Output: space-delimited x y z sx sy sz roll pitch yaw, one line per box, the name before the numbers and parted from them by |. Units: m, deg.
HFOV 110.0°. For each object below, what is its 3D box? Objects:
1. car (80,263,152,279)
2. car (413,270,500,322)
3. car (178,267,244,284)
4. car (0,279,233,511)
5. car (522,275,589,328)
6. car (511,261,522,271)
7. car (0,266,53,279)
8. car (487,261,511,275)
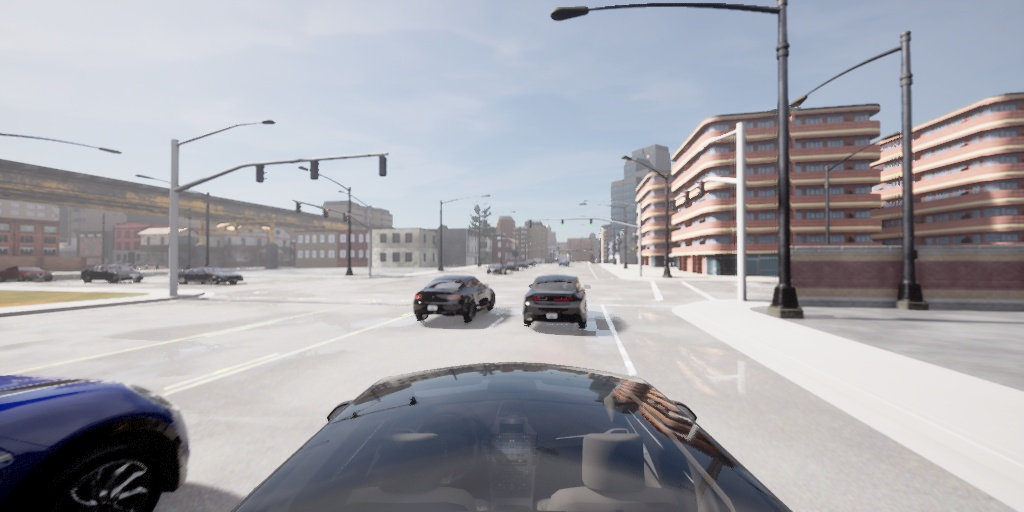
car | -34.524 1.572 30.987 4.902 1.511 2.128 0 -1 10
car | -1.910 1.401 12.796 1.812 1.442 4.674 0 -1 11
car | -24.842 1.609 29.256 5.357 1.411 2.033 0 -1 10
car | -3.813 1.094 1.051 2.097 1.767 4.553 0 -1 6
car | 1.533 1.372 11.993 1.837 1.490 4.892 0 0 11
car | -0.121 1.569 55.938 1.882 1.535 5.008 0 0 11
car | -44.884 1.631 33.083 4.674 1.442 1.812 0 -1 15
car | -1.938 1.613 46.663 2.128 1.511 4.902 0 0 11
